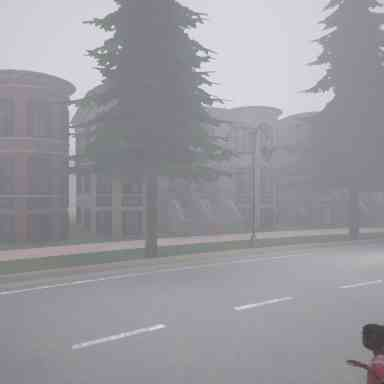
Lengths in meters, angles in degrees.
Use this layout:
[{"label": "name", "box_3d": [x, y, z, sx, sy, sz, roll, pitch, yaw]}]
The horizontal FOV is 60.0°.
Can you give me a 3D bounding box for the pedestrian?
[{"label": "pedestrian", "box_3d": [1.463, 1.294, 2.545, 0.375, 1.860, 0.375, 0, 0, -32]}]
